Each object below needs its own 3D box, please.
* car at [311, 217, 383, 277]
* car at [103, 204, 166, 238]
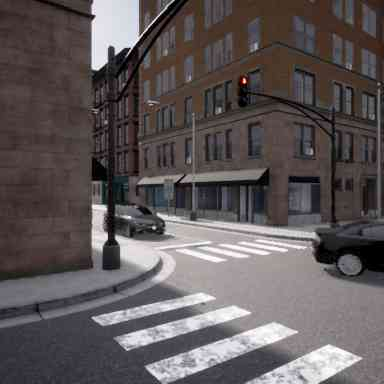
[{"bbox_3d":[5.830,1.461,8.857,5.008,1.535,1.882,0,0,28],"label":"car"},{"bbox_3d":[-3.136,1.413,17.413,1.837,1.490,4.892,0,0,-35],"label":"car"}]
